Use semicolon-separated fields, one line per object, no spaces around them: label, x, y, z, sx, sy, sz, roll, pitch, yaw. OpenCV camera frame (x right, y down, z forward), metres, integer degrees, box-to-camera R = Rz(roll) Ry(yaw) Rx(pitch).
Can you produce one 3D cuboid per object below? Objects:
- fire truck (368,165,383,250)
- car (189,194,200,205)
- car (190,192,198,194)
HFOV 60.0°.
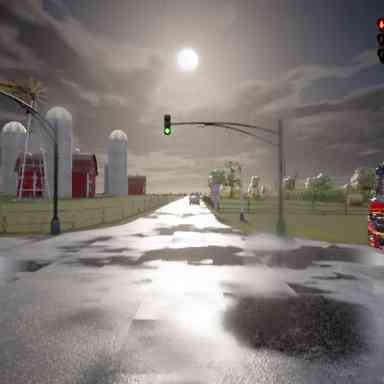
fire truck;10.823;0.539;11.288;8.468;3.827;2.891;1;-1;0
car;0.434;1.512;60.212;2.128;1.511;4.902;0;0;0
car;0.518;1.087;70.664;2.150;2.045;5.566;0;0;0
